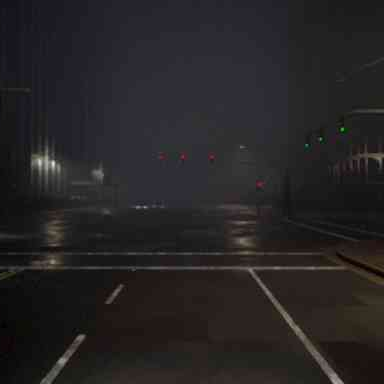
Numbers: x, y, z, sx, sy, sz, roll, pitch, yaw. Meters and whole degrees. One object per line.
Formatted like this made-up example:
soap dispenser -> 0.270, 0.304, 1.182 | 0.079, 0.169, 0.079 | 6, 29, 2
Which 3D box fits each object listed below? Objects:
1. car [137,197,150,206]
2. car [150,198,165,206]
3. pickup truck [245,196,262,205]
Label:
car -> -10.524, 2.253, 70.478 | 1.895, 1.301, 4.718 | 0, -1, 0
car -> -7.024, 2.013, 70.541 | 2.097, 1.767, 4.553 | 0, -1, 0
pickup truck -> 13.098, 1.701, 68.900 | 2.390, 2.098, 6.274 | 0, -1, 30
